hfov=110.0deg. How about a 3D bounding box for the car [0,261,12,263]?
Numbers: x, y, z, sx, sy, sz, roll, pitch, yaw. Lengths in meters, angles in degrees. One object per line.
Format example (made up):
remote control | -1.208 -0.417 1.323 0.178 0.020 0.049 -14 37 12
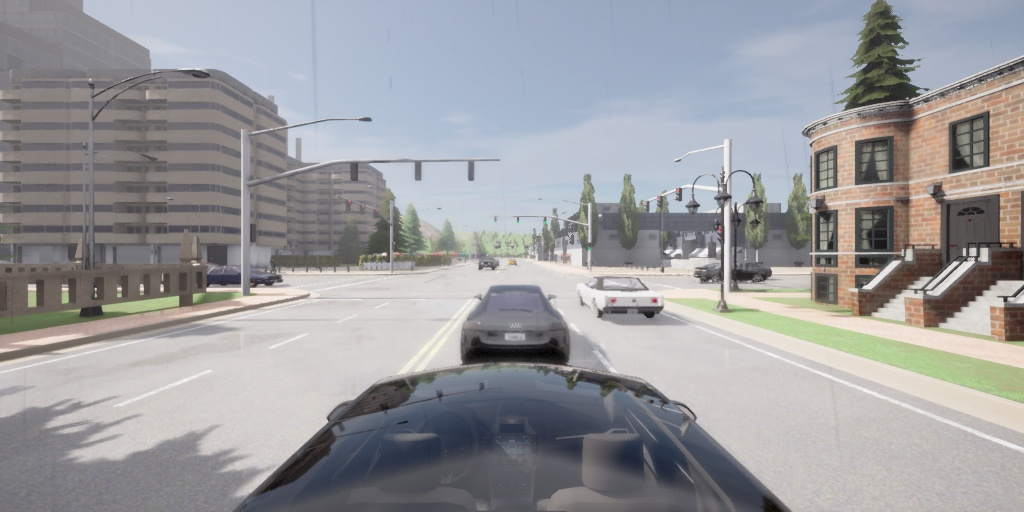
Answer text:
car | -49.370 1.255 33.919 4.892 1.490 1.837 0 0 1

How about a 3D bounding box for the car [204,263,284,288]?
car | -17.965 1.297 23.249 5.357 1.411 2.033 0 0 0

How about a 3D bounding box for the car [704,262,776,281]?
car | 19.090 1.255 30.122 4.892 1.490 1.837 0 0 -1

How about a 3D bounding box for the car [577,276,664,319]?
car | 3.584 1.351 12.829 1.895 1.301 4.718 0 0 0

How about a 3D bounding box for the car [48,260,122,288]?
car | -27.785 1.228 23.256 5.008 1.535 1.882 0 0 0

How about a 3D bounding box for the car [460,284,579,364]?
car | 0.067 1.314 7.964 1.994 1.385 4.181 0 0 0

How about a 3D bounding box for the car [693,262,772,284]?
car | 15.964 1.241 26.337 4.902 1.511 2.128 0 0 0

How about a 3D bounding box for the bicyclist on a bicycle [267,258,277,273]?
bicyclist on a bicycle | -25.245 1.052 37.737 0.582 1.620 1.656 0 0 0

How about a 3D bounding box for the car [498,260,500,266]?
car | -3.560 1.314 61.930 1.994 1.385 4.181 0 0 0

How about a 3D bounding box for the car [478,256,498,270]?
car | -3.583 0.971 51.958 2.150 2.045 5.566 0 0 1
